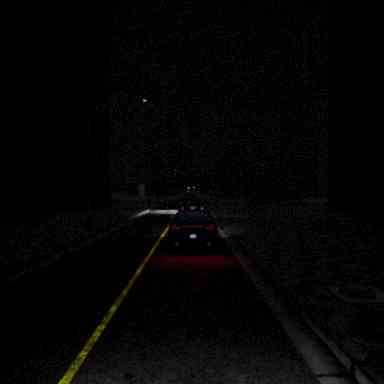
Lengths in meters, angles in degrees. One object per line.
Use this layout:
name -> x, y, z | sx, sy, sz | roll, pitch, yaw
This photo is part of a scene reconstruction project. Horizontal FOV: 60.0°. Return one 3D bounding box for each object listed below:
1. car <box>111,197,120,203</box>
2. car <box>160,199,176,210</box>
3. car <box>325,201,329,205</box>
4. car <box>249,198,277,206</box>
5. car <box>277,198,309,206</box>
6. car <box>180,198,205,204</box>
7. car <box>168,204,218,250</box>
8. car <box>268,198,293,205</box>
car -> -14.806, 1.368, 58.225 | 4.403, 1.369, 2.008 | 1, -1, 0
car -> -3.090, 1.598, 43.676 | 1.895, 1.301, 4.718 | 0, 0, 0
car -> 29.036, 2.018, 66.868 | 4.507, 1.381, 1.887 | 1, -1, 0
car -> 12.102, 1.775, 58.335 | 4.313, 1.339, 1.947 | 1, -1, 0
car -> 17.915, 1.824, 58.338 | 4.829, 1.417, 1.752 | 1, -1, 0
car -> 0.052, 1.344, 28.544 | 2.097, 1.767, 4.553 | 0, 0, 0
car -> 0.066, 1.470, 14.405 | 1.882, 1.535, 5.008 | 0, -1, 1
car -> 17.749, 1.844, 66.862 | 4.403, 1.369, 2.008 | 1, -1, 0
